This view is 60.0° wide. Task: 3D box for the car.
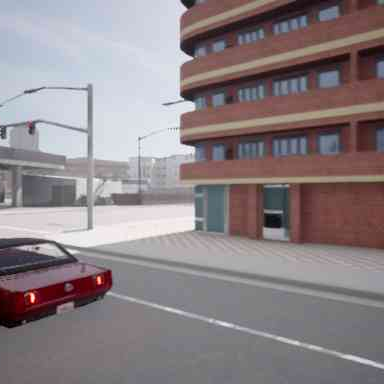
[{"bbox_3d":[-3.850,1.590,6.699,4.718,1.301,1.895,0,0,36],"label":"car"}]
